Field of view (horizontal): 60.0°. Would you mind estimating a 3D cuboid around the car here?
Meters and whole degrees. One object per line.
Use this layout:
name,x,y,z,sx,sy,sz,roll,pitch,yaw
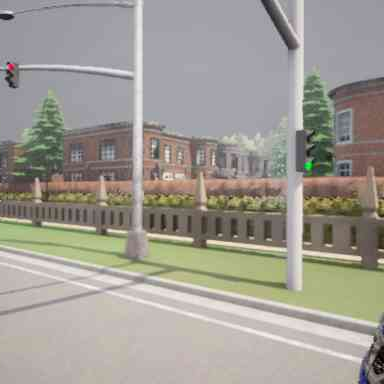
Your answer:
car,3.755,1.239,1.315,5.566,2.045,2.150,1,0,35
